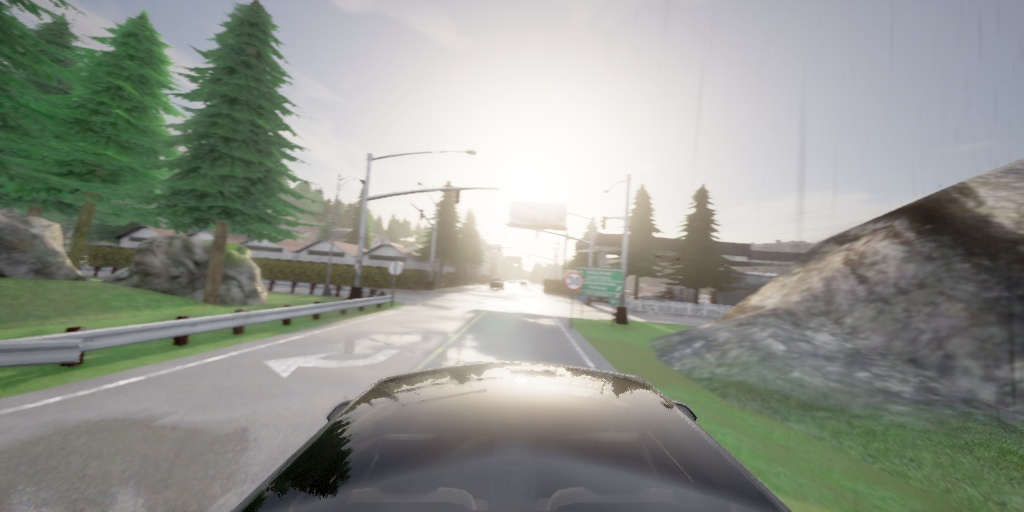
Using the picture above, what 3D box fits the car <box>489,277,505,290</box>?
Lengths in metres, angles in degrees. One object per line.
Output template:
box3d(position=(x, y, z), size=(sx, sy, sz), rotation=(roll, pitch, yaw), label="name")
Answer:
box3d(position=(-2.068, 3.837, 50.891), size=(2.097, 1.767, 4.553), rotation=(4, -3, 2), label="car")
